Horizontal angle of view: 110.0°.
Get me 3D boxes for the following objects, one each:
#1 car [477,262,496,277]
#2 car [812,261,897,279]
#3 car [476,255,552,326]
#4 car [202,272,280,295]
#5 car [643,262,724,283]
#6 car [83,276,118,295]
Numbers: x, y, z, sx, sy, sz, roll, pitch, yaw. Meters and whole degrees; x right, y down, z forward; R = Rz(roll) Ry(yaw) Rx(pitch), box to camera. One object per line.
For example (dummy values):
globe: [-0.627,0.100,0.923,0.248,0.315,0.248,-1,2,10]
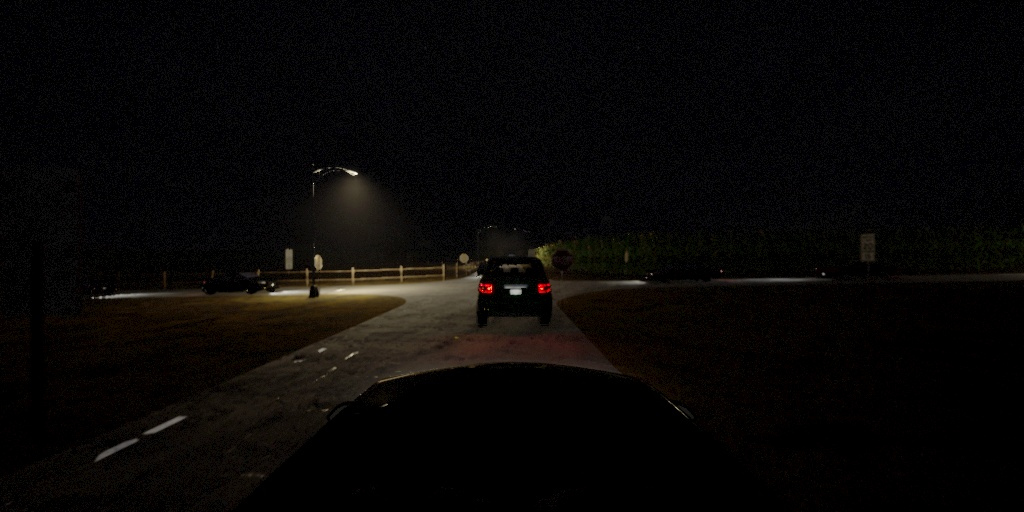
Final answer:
car: [-2.742,1.387,38.968,1.837,1.490,4.892,0,0,-2]
car: [25.192,0.992,26.472,4.718,1.301,1.895,-1,0,0]
car: [-0.009,1.043,12.165,2.150,2.045,5.566,0,0,-2]
car: [-17.584,1.747,23.375,4.181,1.385,1.994,-1,0,0]
car: [12.582,1.175,26.463,5.357,1.411,2.033,-1,0,1]
car: [-28.515,1.957,23.335,4.181,1.385,1.994,-1,0,0]
